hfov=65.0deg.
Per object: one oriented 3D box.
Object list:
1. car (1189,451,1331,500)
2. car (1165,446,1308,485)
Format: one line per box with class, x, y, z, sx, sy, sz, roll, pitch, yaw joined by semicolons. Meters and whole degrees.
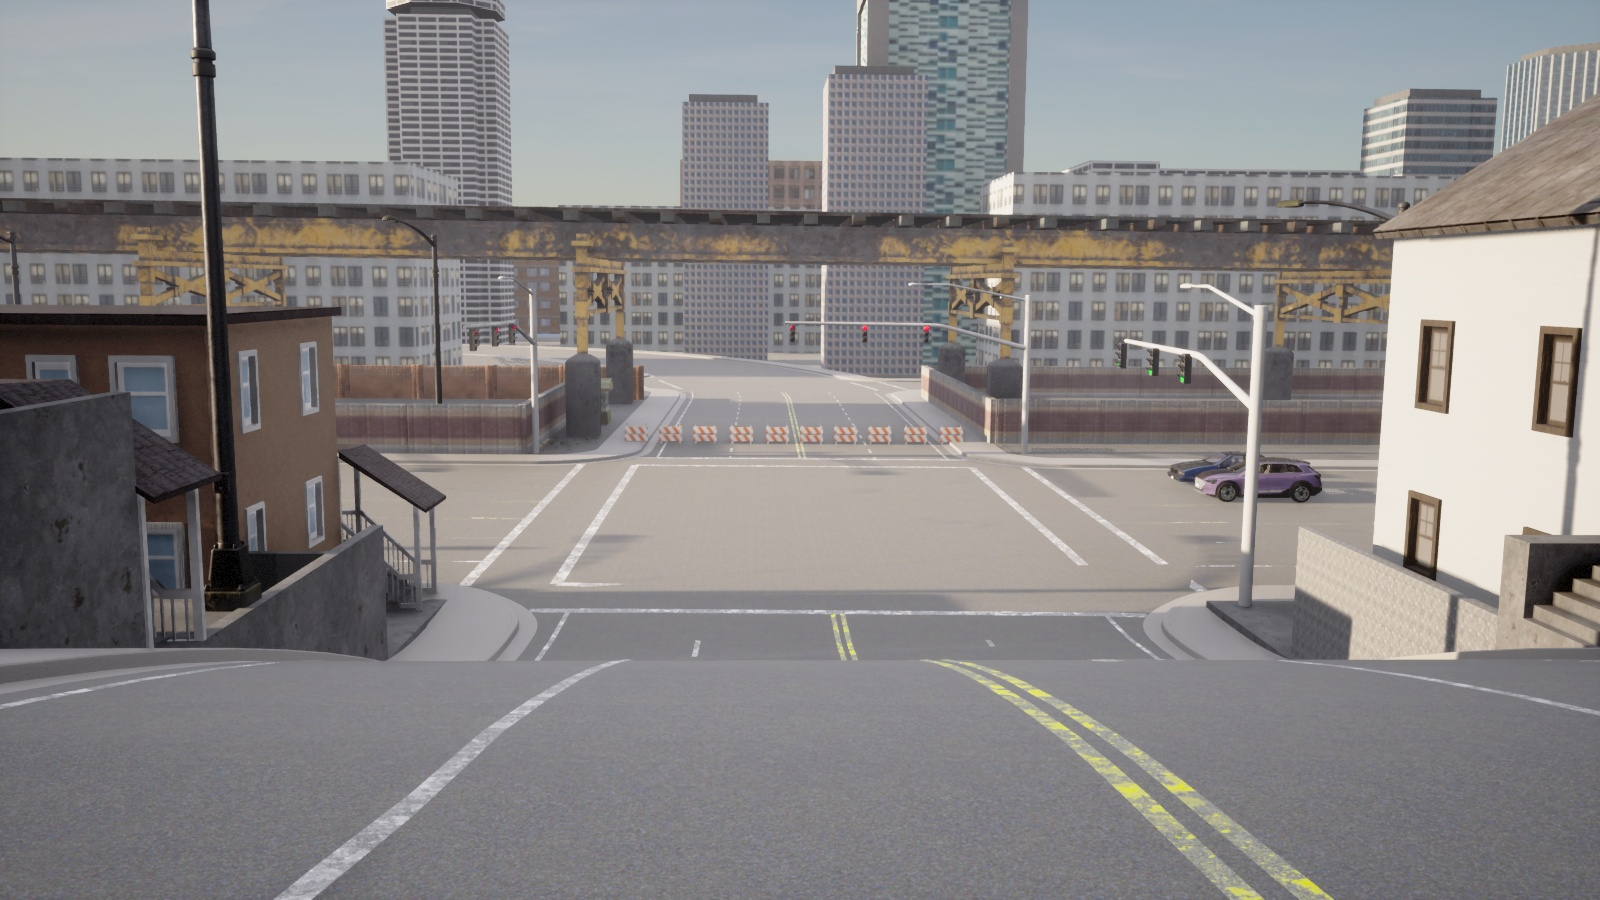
car;18.312;0.991;50.143;4.856;1.649;2.033;0;8;0
car;18.575;0.645;53.633;5.357;1.411;2.033;0;8;0
